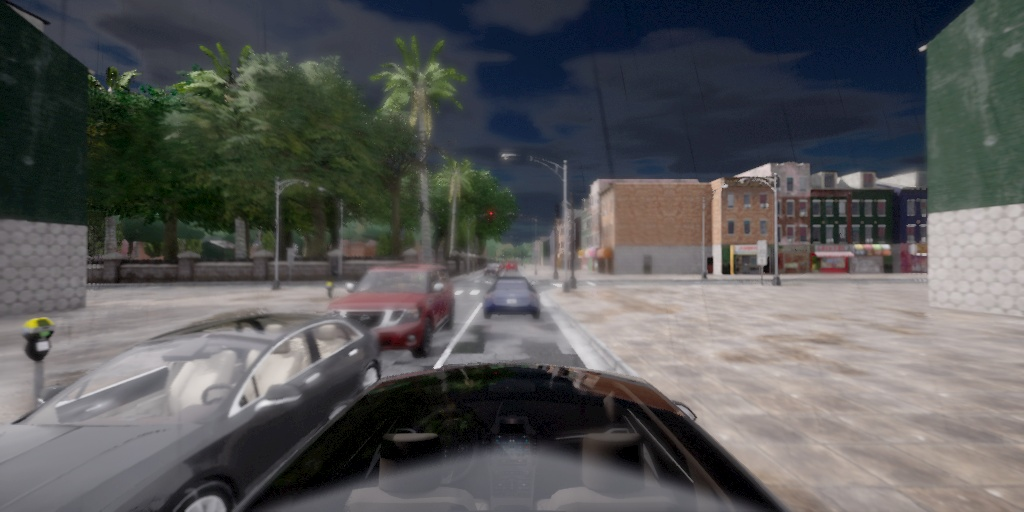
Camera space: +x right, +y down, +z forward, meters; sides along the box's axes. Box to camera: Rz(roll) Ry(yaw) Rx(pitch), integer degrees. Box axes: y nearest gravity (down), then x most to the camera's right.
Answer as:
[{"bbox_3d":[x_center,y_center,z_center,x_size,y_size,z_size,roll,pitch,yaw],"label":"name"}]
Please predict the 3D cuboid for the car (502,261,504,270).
[{"bbox_3d":[-2.643,1.820,52.677,1.967,1.591,4.097,0,0,0],"label":"car"}]

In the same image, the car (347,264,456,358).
[{"bbox_3d":[-2.639,1.138,8.847,2.192,1.841,5.009,0,0,0],"label":"car"}]

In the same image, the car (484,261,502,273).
[{"bbox_3d":[-2.644,1.738,46.990,1.967,1.591,4.097,0,0,0],"label":"car"}]

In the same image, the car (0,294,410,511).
[{"bbox_3d":[-2.638,1.317,3.384,2.007,1.370,4.403,0,0,0],"label":"car"}]

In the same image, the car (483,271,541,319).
[{"bbox_3d":[-0.002,1.438,13.485,1.994,1.385,4.181,0,-1,0],"label":"car"}]
